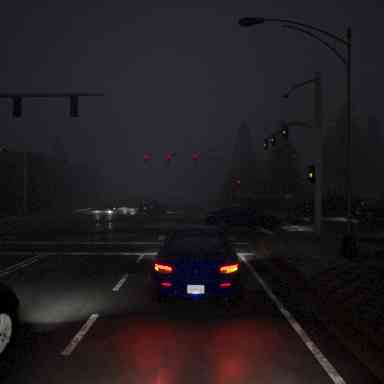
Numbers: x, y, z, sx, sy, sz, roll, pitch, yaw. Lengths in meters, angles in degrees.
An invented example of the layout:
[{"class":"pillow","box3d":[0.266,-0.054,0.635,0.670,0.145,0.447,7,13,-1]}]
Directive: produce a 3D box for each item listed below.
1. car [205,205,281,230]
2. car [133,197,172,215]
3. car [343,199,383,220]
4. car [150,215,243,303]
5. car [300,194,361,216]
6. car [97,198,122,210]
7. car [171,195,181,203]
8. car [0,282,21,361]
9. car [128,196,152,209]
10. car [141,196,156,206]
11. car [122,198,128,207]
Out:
[{"class":"car","box3d":[3.063,1.525,20.458,4.674,1.442,1.812,0,0,0]},{"class":"car","box3d":[-4.033,1.562,34.585,1.994,1.385,4.181,0,0,17]},{"class":"car","box3d":[15.878,1.546,27.606,5.357,1.411,2.033,0,0,0]},{"class":"car","box3d":[0.129,1.525,8.082,1.812,1.442,4.674,0,0,2]},{"class":"car","box3d":[13.055,1.221,31.104,5.566,2.045,2.150,0,0,0]},{"class":"car","box3d":[-10.654,1.524,42.285,1.812,1.442,4.674,0,0,0]},{"class":"car","box3d":[-3.497,1.349,69.829,2.097,1.767,4.553,0,0,0]},{"class":"car","box3d":[-3.442,1.505,2.947,1.837,1.490,4.892,0,0,0]},{"class":"car","box3d":[-7.159,1.350,46.346,2.097,1.767,4.553,0,0,0]},{"class":"car","box3d":[-7.148,1.502,55.487,1.837,1.490,4.892,0,0,0]},{"class":"car","box3d":[-10.659,1.599,51.384,1.895,1.301,4.718,0,0,0]}]
